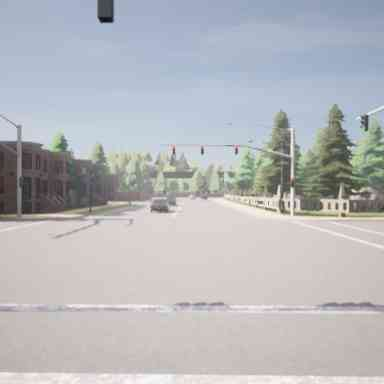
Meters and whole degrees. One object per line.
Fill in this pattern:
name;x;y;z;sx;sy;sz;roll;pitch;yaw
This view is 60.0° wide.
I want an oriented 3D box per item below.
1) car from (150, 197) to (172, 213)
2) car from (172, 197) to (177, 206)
car;-3.604;1.535;37.857;1.837;1.490;4.892;0;0;0
car;-3.522;1.554;54.791;1.837;1.490;4.892;0;0;0
